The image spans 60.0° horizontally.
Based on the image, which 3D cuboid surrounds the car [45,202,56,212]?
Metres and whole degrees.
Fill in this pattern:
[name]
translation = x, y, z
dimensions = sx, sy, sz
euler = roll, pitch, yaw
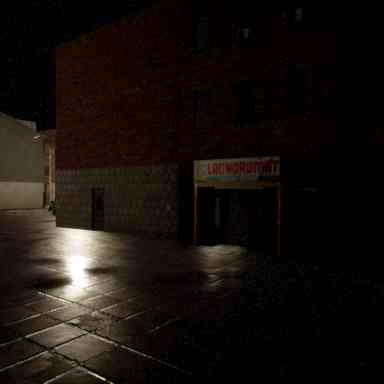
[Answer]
[car]
translation = -14.463, 1.523, 38.463
dimensions = 2.128, 1.511, 4.902
euler = 0, 0, 36
